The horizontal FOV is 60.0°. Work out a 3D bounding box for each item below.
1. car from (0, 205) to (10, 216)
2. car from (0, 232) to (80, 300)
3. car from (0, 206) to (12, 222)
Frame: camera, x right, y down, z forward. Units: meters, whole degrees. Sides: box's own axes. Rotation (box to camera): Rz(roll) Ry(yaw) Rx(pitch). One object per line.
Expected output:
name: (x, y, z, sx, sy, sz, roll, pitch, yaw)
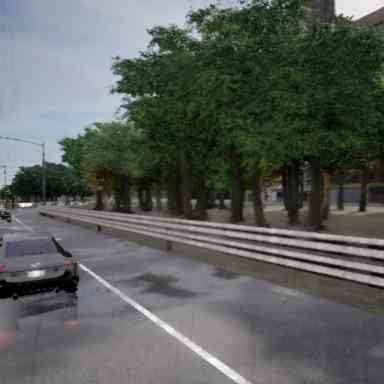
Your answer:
car: (-28.496, 2.779, 49.584, 2.033, 1.411, 5.357, -1, -1, -25)
car: (-4.388, 1.774, 8.873, 1.994, 1.385, 4.181, -1, -1, -31)
car: (-19.773, 2.359, 34.272, 1.837, 1.490, 4.892, -1, -1, -31)
